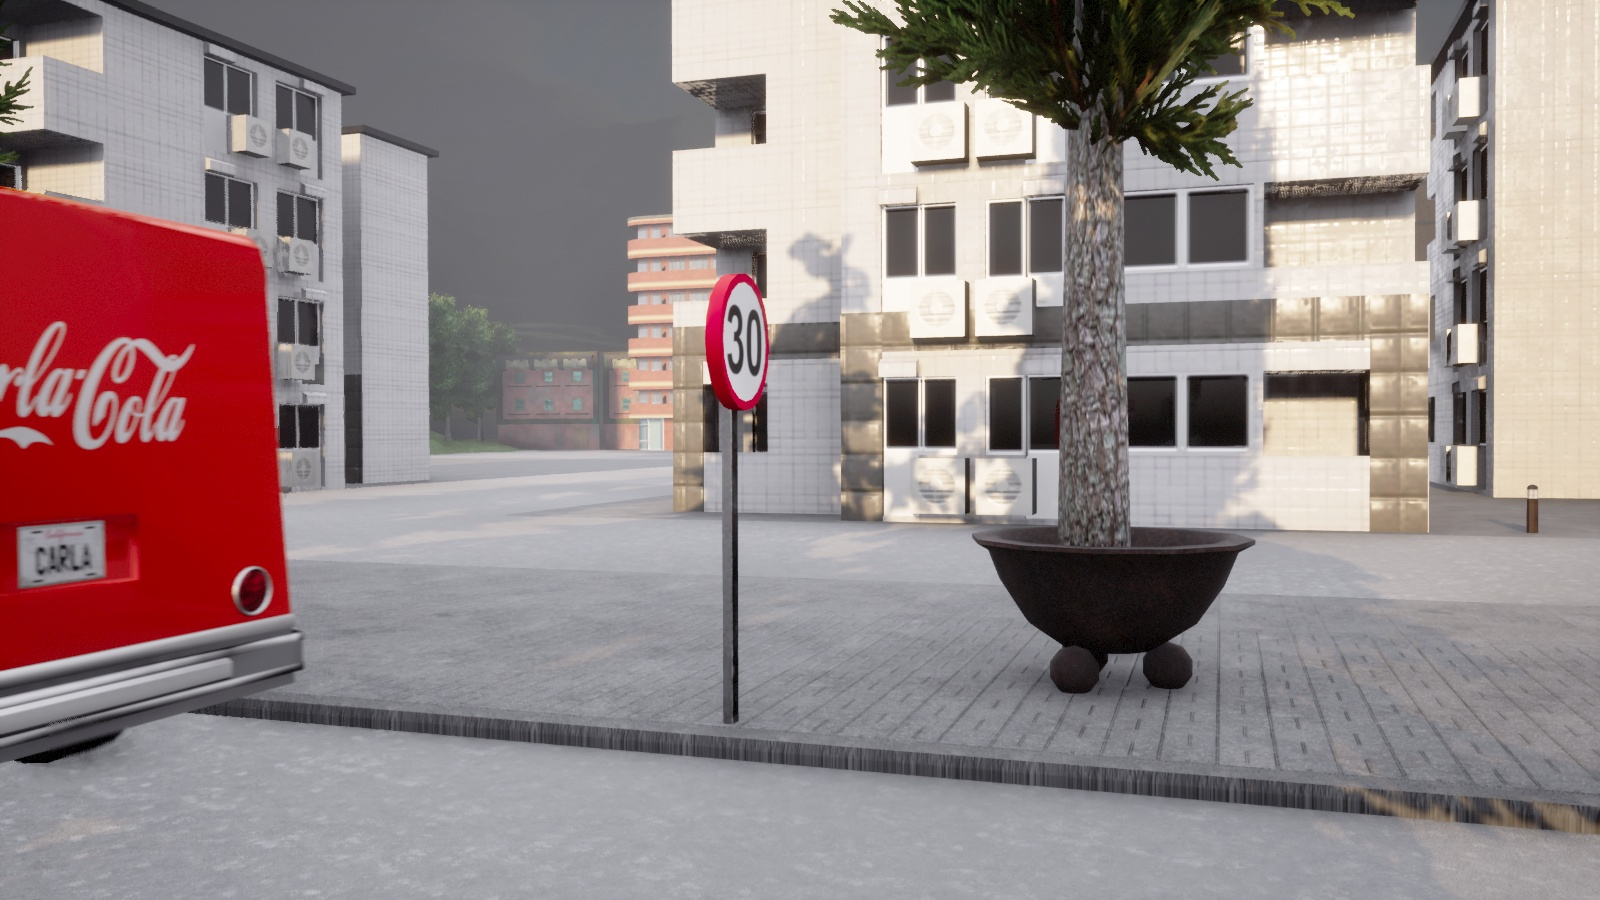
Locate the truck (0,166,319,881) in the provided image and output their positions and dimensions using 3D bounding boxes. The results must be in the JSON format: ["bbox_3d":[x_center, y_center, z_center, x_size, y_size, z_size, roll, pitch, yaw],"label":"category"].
[{"bbox_3d":[-5.131,0.233,5.442,5.204,2.467,2.627,0,1,19],"label":"truck"}]
